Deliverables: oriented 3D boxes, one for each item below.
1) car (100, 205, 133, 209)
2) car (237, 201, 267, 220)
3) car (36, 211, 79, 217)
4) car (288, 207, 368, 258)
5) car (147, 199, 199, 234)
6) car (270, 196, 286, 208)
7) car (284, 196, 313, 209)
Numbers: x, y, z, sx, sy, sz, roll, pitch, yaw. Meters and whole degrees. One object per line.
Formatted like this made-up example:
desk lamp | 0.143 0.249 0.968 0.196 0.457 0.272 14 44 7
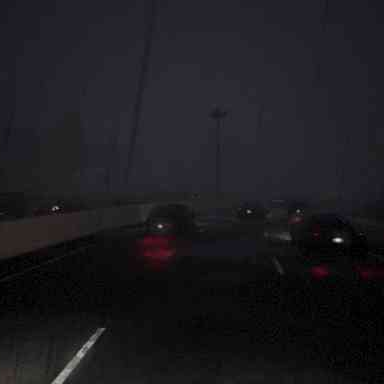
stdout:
car | -6.163 1.304 27.215 2.128 1.511 4.902 0 0 17
car | 4.813 1.398 26.458 1.994 1.385 4.181 0 0 18
car | -10.109 1.166 26.011 2.097 1.767 4.553 0 0 16
car | 4.967 1.489 12.530 1.994 1.385 4.181 0 0 9
car | -1.016 1.382 18.451 1.837 1.490 4.892 0 0 12
car | 11.084 1.239 41.306 2.128 1.511 4.902 0 1 26
car | 9.569 1.326 29.501 1.837 1.490 4.892 0 0 21
